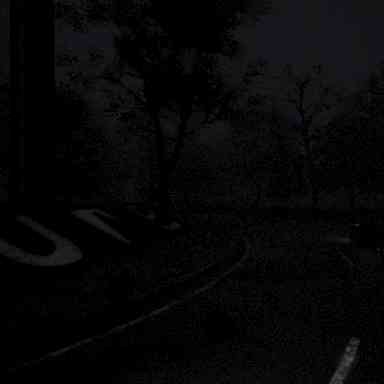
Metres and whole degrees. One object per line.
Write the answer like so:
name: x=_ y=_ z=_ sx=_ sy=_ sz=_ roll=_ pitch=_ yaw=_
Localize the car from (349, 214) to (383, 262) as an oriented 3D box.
car: x=7.082 y=1.487 z=11.610 sx=2.033 sy=1.411 sz=5.357 roll=0 pitch=0 yaw=11
